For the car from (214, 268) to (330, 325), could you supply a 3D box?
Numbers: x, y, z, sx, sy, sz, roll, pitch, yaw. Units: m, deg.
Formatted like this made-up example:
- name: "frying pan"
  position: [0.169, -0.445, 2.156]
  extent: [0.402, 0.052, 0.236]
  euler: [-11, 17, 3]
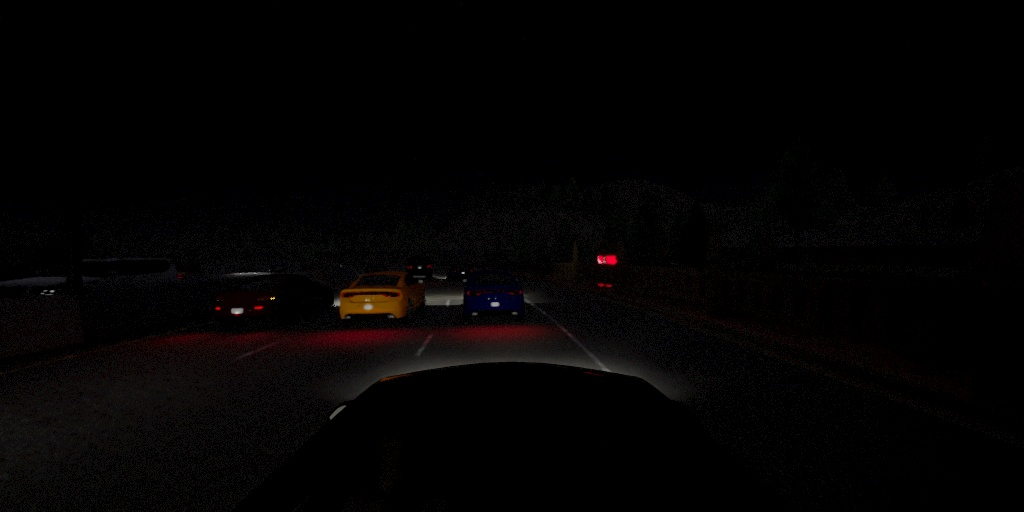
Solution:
- name: "car"
  position: [-7.667, 1.318, 11.997]
  extent: [1.812, 1.442, 4.674]
  euler: [0, 0, -6]

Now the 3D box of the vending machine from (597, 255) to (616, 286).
- name: "vending machine"
  position: [5.886, 0.929, 22.219]
  extent: [1.100, 2.100, 0.880]
  euler: [0, 0, -11]

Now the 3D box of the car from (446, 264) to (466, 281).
- name: "car"
  position: [-4.598, 1.371, 31.398]
  extent: [1.994, 1.385, 4.181]
  euler: [0, 0, -17]

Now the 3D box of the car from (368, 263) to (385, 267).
- name: "car"
  position: [-12.426, 1.356, 32.985]
  extent: [2.128, 1.511, 4.902]
  euler: [0, 0, -19]

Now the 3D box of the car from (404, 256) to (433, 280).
- name: "car"
  position: [-8.255, 1.054, 31.565]
  extent: [2.150, 2.045, 5.566]
  euler: [0, 0, -17]

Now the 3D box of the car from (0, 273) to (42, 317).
- name: "car"
  position: [-18.314, 1.370, 11.074]
  extent: [1.812, 1.442, 4.674]
  euler: [0, 0, -7]

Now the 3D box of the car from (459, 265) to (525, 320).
- name: "car"
  position: [-0.728, 1.237, 12.764]
  extent: [1.882, 1.535, 5.008]
  euler: [0, 0, -6]

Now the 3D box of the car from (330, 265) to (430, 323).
- name: "car"
  position: [-4.188, 1.253, 12.304]
  extent: [1.882, 1.535, 5.008]
  euler: [0, 0, -6]

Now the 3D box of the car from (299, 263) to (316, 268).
- name: "car"
  position: [-29.434, 1.668, 51.595]
  extent: [1.895, 1.301, 4.718]
  euler: [0, 0, -33]

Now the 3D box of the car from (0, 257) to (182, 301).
- name: "car"
  position: [-15.013, 1.052, 13.086]
  extent: [2.150, 2.045, 5.566]
  euler: [0, 0, -8]

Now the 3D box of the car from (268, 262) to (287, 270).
- name: "car"
  position: [-31.982, 1.577, 49.016]
  extent: [2.128, 1.511, 4.902]
  euler: [0, 0, -33]
